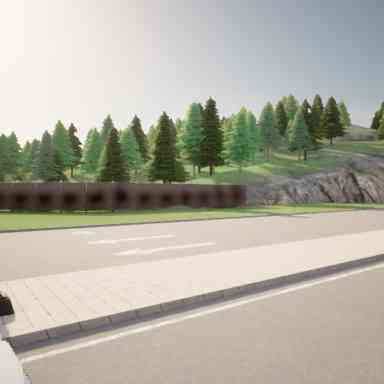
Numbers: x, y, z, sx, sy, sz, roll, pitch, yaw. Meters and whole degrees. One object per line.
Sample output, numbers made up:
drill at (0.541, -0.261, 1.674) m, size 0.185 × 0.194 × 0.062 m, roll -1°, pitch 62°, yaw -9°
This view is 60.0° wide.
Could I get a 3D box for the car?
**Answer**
car at (-3.237, 1.601, 1.450) m, size 4.718 × 1.301 × 1.895 m, roll 0°, pitch 0°, yaw -35°
